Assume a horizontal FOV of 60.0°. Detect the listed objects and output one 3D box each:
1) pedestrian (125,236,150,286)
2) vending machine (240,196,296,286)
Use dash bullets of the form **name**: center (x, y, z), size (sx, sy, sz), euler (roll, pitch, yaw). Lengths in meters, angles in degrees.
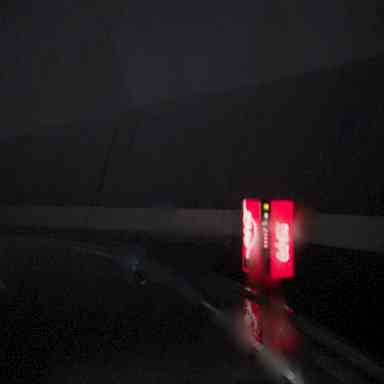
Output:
- **pedestrian**: center (-1.281, 1.264, 7.765), size (0.375, 1.860, 0.375), euler (0, 0, -30)
- **vending machine**: center (1.930, 1.162, 8.489), size (1.100, 2.100, 0.880), euler (0, 0, -27)
